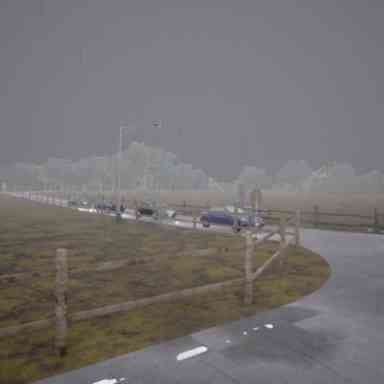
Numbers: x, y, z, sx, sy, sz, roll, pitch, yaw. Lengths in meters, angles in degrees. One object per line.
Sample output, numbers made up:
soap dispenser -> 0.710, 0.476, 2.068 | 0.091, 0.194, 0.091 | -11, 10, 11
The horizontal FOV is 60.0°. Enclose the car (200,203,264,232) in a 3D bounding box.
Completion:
car -> 2.288, 1.535, 20.329 | 1.812, 1.442, 4.674 | 1, -1, -35

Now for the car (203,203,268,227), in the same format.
car -> 3.031, 1.582, 24.380 | 1.837, 1.490, 4.892 | 2, -1, -36

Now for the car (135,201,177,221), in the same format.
car -> -3.092, 1.500, 27.819 | 2.128, 1.511, 4.902 | 1, -1, -36

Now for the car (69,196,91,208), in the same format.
car -> -14.837, 1.256, 44.126 | 2.128, 1.511, 4.902 | 1, 0, -36

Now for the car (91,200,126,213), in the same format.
car -> -8.891, 1.530, 35.838 | 1.895, 1.301, 4.718 | 1, 0, -36
